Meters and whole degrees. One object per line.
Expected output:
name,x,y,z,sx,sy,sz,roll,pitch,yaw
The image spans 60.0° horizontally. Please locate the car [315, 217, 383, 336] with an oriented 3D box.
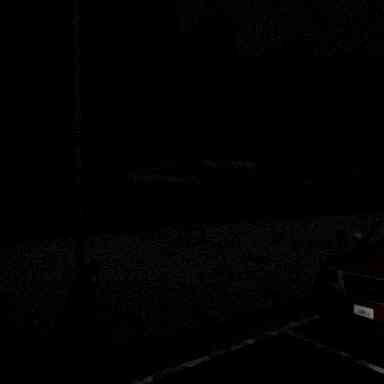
car,4.343,1.266,5.916,5.009,1.841,2.192,0,0,-35
